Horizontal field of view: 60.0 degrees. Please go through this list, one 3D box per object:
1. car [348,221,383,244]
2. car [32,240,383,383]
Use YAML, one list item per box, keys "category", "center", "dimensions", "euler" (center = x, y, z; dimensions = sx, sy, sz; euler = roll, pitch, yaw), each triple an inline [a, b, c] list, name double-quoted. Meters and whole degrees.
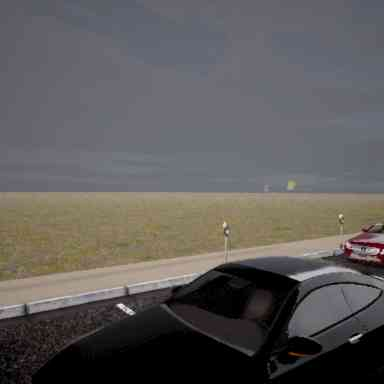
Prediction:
- category: "car"
  center: [6.637, 1.584, 10.792]
  dimensions: [4.206, 1.307, 1.802]
  euler: [0, 1, -35]
- category: "car"
  center: [0.793, 1.526, 3.629]
  dimensions: [4.674, 1.442, 1.812]
  euler: [0, 0, -35]
